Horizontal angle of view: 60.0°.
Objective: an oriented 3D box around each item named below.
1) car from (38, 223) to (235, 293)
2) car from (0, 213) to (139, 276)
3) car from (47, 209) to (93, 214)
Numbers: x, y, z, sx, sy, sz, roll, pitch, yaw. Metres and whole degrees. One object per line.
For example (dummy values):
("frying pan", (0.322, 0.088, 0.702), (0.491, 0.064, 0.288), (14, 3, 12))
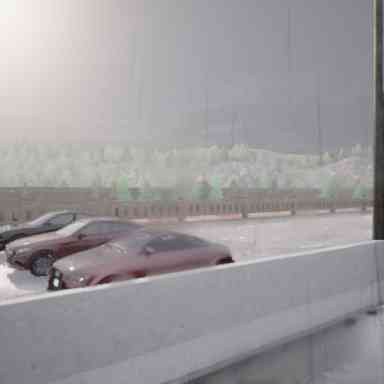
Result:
("car", (-0.993, 1.565, 7.585), (4.181, 1.385, 1.994), (0, 0, -36))
("car", (-3.137, 1.526, 10.354), (4.674, 1.442, 1.812), (0, 0, -36))
("car", (-5.164, 1.478, 13.209), (5.008, 1.535, 1.882), (0, 0, -36))
